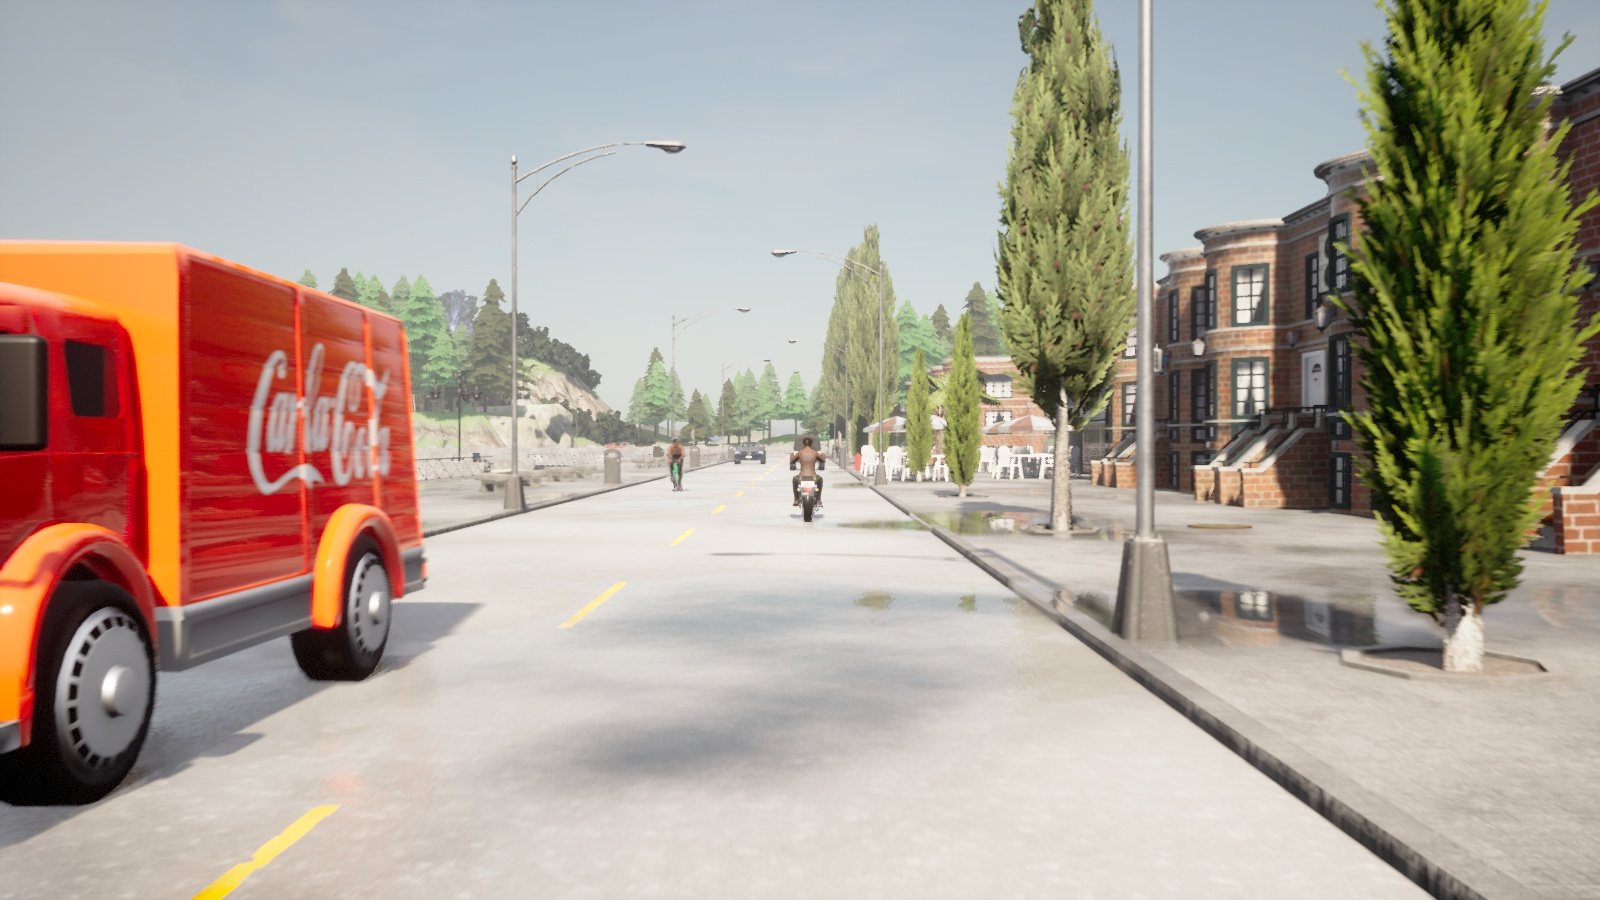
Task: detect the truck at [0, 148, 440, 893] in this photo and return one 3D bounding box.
[{"bbox_3d":[-3.947,0.220,6.538,2.627,2.467,5.204,0,0,0],"label":"truck"}]

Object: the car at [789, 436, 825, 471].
[{"bbox_3d":[0.399,0.153,69.223,1.905,1.878,3.866,0,0,0],"label":"car"}]

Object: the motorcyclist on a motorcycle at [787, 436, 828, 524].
[{"bbox_3d":[0.151,0.558,24.612,0.766,1.649,2.350,0,0,0],"label":"motorcyclist on a motorcycle"}]

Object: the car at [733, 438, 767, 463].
[{"bbox_3d":[-3.495,0.025,88.241,2.152,1.651,5.027,0,0,0],"label":"car"}]
